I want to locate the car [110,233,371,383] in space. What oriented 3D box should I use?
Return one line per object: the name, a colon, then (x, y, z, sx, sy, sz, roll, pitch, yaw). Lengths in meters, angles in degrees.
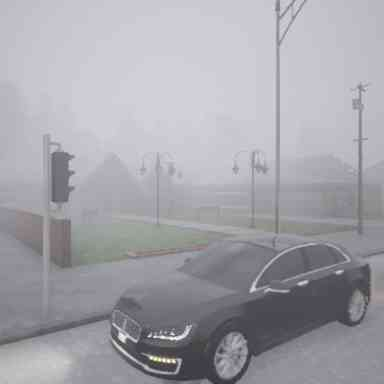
car: (1.105, 1.505, 5.465, 4.892, 1.490, 1.837, 0, 0, -37)
